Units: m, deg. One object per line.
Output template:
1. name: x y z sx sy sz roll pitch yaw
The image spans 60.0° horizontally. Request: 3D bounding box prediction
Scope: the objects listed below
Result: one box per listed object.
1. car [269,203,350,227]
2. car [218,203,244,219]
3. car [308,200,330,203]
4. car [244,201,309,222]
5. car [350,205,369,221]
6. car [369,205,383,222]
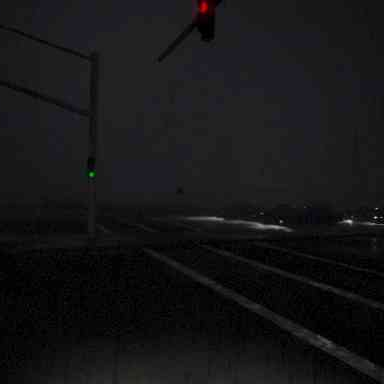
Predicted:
1. car: 8.675 1.753 24.470 5.357 1.411 2.033 1 0 -25
2. car: 4.477 1.665 30.235 4.181 1.385 1.994 1 0 -25
3. car: 12.363 1.644 33.878 4.553 1.767 2.097 1 0 -25
4. car: 7.035 1.690 27.563 4.674 1.442 1.812 1 0 -25
5. car: 16.086 1.948 31.746 4.181 1.385 1.994 1 0 -25
6. car: 18.062 1.937 28.797 4.892 1.490 1.837 1 0 -24
